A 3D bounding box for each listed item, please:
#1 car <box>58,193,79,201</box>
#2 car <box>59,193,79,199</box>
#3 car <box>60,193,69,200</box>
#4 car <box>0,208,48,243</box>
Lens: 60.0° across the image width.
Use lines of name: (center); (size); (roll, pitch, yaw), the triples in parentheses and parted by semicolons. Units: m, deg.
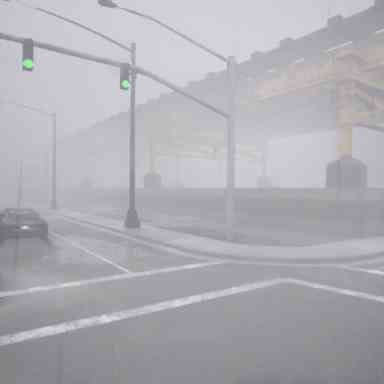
car: (-25.717, 0.989, 69.494); (2.038, 1.542, 4.974); (0, 0, 9)
car: (-25.708, 0.832, 69.545); (1.853, 1.218, 4.536); (0, 0, 9)
car: (-23.113, 1.024, 65.693); (4.974, 1.542, 2.038); (1, 0, 19)
car: (-8.119, 1.443, 15.582); (1.994, 1.385, 4.181); (0, 0, -34)
